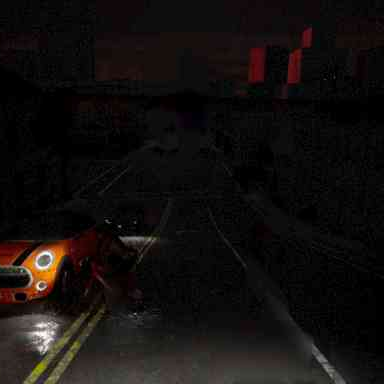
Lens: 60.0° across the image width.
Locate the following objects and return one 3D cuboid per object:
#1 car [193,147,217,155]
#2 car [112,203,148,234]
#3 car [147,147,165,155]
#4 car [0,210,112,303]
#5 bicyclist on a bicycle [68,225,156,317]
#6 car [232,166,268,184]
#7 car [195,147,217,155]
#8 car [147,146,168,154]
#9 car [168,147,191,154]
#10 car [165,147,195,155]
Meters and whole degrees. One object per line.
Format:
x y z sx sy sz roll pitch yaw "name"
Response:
2.755 -8.811 70.503 4.536 1.218 1.853 8 15 28 "car"
-3.730 1.468 19.525 1.837 1.490 4.892 1 1 0 "car"
-7.176 -8.637 69.701 4.974 1.542 2.038 13 18 42 "car"
-3.667 1.314 8.305 2.097 1.767 4.553 0 0 -1 "car"
-1.479 1.416 6.049 1.656 1.620 0.582 -2 1 3 "bicyclist on a bicycle"
7.921 -2.255 42.665 5.566 2.045 2.150 -2 13 -11 "car"
2.798 -8.651 70.515 4.974 1.542 2.038 8 15 28 "car"
-7.211 -8.799 69.700 4.536 1.218 1.853 13 18 42 "car"
-2.524 -8.721 69.722 4.536 1.218 1.853 -9 16 -36 "car"
-2.569 -8.562 69.728 4.974 1.542 2.038 -9 16 -36 "car"
